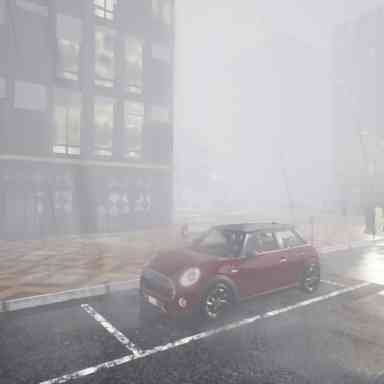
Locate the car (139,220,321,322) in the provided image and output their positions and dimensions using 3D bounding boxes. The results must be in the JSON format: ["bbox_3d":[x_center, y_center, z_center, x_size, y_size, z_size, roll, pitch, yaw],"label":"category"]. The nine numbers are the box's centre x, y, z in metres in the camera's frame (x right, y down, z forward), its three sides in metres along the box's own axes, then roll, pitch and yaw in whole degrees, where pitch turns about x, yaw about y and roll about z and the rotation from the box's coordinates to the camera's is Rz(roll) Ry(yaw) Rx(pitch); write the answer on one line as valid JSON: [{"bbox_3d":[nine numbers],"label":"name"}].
[{"bbox_3d":[0.905,1.442,7.195,4.097,1.590,1.967,0,1,-36],"label":"car"}]

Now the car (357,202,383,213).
[{"bbox_3d":[20.992,1.730,37.567,1.947,1.339,4.313,1,-1,-35],"label":"car"}]

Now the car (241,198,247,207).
[{"bbox_3d":[7.883,1.726,56.079,1.967,1.590,4.097,1,-1,-35],"label":"car"}]

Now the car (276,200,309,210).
[{"bbox_3d":[14.437,1.806,46.822,1.802,1.307,4.206,1,-1,-35],"label":"car"}]

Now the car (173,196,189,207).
[{"bbox_3d":[-2.236,1.733,55.867,1.887,1.381,4.507,1,-1,-35],"label":"car"}]

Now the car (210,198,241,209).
[{"bbox_3d":[4.318,1.678,46.612,2.008,1.369,4.403,1,-1,-35],"label":"car"}]

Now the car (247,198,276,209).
[{"bbox_3d":[11.161,1.800,51.450,1.887,1.381,4.507,1,-1,-35],"label":"car"}]

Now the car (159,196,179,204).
[{"bbox_3d":[-5.225,1.724,74.592,2.192,1.841,5.009,1,-1,-35],"label":"car"}]
